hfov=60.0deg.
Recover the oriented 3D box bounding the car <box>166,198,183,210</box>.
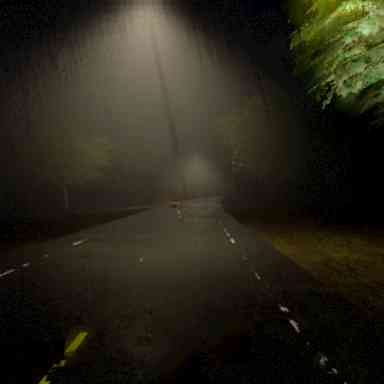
[{"bbox_3d":[-2.362,1.616,45.526,1.882,1.535,5.008,0,-1,3],"label":"car"}]
